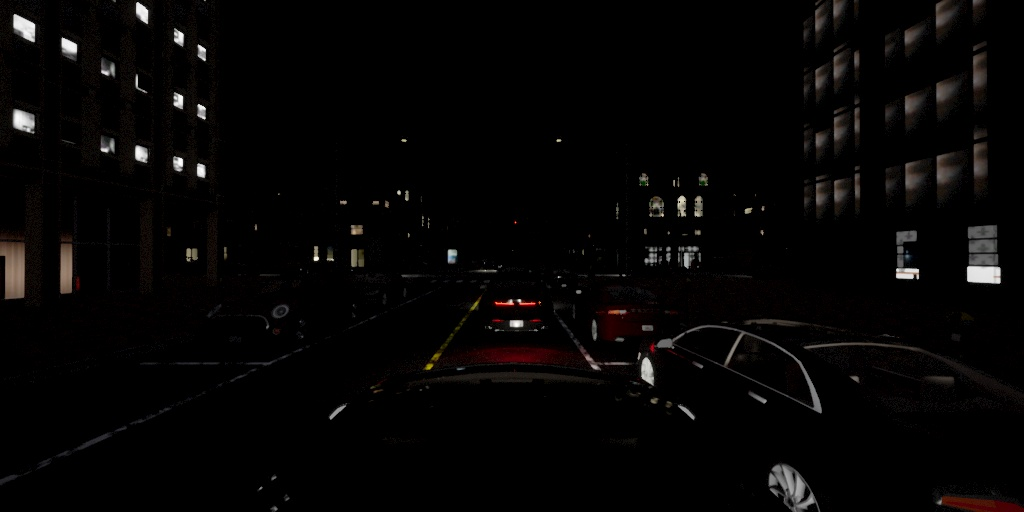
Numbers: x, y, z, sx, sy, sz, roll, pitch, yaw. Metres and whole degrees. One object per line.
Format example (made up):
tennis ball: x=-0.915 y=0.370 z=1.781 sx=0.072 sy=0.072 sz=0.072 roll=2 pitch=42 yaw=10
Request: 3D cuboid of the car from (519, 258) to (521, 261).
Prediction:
car: x=2.687 y=1.329 z=64.161 sx=1.802 sy=1.307 sz=4.207 roll=0 pitch=0 yaw=0

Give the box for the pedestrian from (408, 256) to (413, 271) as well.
pedestrian: x=-12.554 y=0.877 z=44.265 sx=0.375 sy=1.860 sz=0.375 roll=0 pitch=-1 yaw=1

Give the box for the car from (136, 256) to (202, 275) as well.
car: x=-30.953 y=0.912 z=33.215 sx=5.009 sy=1.841 sz=2.192 roll=0 pitch=0 yaw=1

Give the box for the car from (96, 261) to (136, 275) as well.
car: x=-36.490 y=1.124 z=33.300 sx=4.403 sy=1.370 sz=2.007 roll=0 pitch=0 yaw=1

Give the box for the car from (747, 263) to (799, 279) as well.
car: x=23.641 y=1.428 z=32.343 sx=4.207 sy=1.307 sz=1.802 roll=0 pitch=0 yaw=1

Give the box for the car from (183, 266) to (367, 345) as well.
car: x=-5.690 y=1.189 z=9.361 sx=1.967 sy=1.591 sz=4.097 roll=0 pitch=0 yaw=0

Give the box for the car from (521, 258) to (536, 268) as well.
car: x=2.687 y=1.313 z=53.119 sx=1.948 sy=1.339 sz=4.313 roll=0 pitch=0 yaw=0

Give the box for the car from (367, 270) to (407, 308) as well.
car: x=-5.691 y=1.299 z=15.053 sx=2.007 sy=1.370 sz=4.403 roll=0 pitch=0 yaw=0

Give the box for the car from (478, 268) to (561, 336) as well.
car: x=0.100 y=1.254 z=10.363 sx=1.837 sy=1.490 sz=4.892 roll=0 pitch=0 yaw=0

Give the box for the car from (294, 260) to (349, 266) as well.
car: x=-18.334 y=1.156 z=35.616 sx=4.902 sy=1.511 sz=2.128 roll=0 pitch=0 yaw=1

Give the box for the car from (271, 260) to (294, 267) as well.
car: x=-25.456 y=1.190 z=41.512 sx=4.829 sy=1.417 sz=1.751 roll=0 pitch=0 yaw=1

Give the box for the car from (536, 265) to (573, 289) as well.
car: x=2.690 y=1.299 z=20.729 sx=2.007 sy=1.370 sz=4.403 roll=0 pitch=0 yaw=0

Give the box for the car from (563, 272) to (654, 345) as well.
car: x=2.690 y=1.294 z=9.345 sx=1.888 sy=1.381 sz=4.507 roll=0 pitch=0 yaw=0

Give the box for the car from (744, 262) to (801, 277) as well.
car: x=27.581 y=1.423 z=38.110 sx=4.674 sy=1.442 sz=1.812 roll=0 pitch=0 yaw=1

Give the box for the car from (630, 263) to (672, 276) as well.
car: x=14.809 y=1.397 z=38.306 sx=4.181 sy=1.385 sz=1.994 roll=0 pitch=0 yaw=1

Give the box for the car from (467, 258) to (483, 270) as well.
car: x=-5.693 y=1.329 z=53.132 sx=1.802 sy=1.307 sz=4.207 roll=0 pitch=0 yaw=0

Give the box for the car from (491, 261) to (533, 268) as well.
car: x=0.095 y=1.226 z=20.552 sx=1.882 sy=1.535 sz=5.008 roll=0 pitch=0 yaw=2

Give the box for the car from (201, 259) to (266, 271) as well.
car: x=-25.417 y=1.171 z=33.130 sx=4.403 sy=1.370 sz=2.007 roll=0 pitch=0 yaw=1

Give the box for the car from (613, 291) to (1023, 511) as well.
car: x=2.691 y=1.300 z=3.653 sx=2.007 sy=1.370 sz=4.403 roll=0 pitch=0 yaw=0

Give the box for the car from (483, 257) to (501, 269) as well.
car: x=-3.087 y=1.224 z=53.804 sx=1.882 sy=1.535 sz=5.008 roll=0 pitch=0 yaw=1
